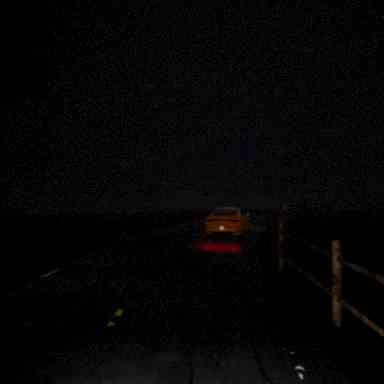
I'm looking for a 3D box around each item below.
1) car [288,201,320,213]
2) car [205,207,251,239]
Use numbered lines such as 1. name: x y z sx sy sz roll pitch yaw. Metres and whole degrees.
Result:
1. car: 12.535 1.717 36.714 2.033 1.411 5.357 0 0 44
2. car: 2.050 1.557 18.093 1.882 1.535 5.008 0 0 15
